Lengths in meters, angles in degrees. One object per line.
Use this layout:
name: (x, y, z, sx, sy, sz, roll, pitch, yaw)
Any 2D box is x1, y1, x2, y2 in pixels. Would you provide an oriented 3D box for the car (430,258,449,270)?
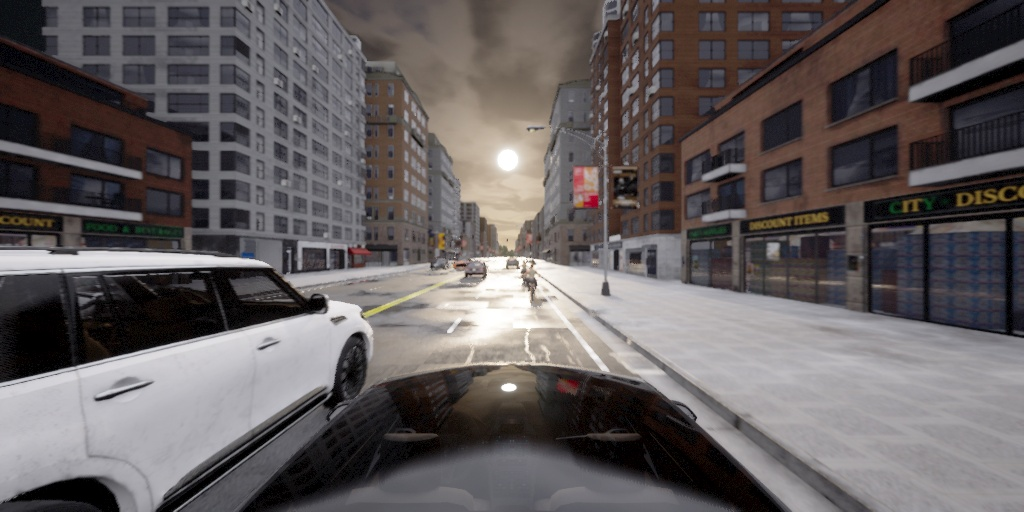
car: (-9.827, 1.084, 48.714, 2.128, 1.511, 4.902, 0, 0, 0)

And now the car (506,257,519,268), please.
car: (0.081, 1.061, 55.586, 2.128, 1.511, 4.902, 0, 0, 0)

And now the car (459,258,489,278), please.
car: (-3.156, 1.192, 32.506, 2.033, 1.411, 5.357, 0, 0, 0)

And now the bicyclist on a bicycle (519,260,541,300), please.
bicyclist on a bicycle: (0.904, 1.137, 16.171, 0.866, 1.612, 1.509, 0, 0, 0)

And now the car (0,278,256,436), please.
car: (-6.600, 1.242, 5.499, 1.837, 1.490, 4.892, 0, 0, 0)

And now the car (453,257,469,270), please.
car: (-6.581, 0.944, 48.318, 2.097, 1.767, 4.553, 0, 0, 0)

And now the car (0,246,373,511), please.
car: (-3.149, 0.966, 2.999, 2.150, 2.045, 5.566, 0, 0, 0)
